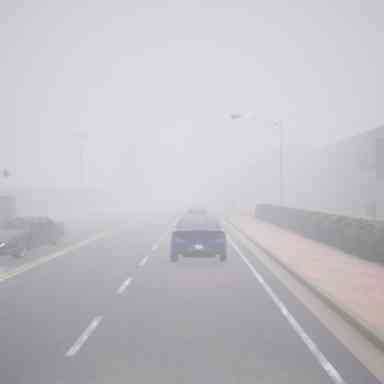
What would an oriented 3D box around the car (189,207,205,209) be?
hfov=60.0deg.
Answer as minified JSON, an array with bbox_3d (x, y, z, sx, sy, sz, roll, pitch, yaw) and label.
[{"bbox_3d":[0.355,1.796,24.230,1.994,1.385,4.181,0,-1,1],"label":"car"}]

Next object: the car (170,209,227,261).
[{"bbox_3d":[0.239,1.601,12.768,1.882,1.535,5.008,0,-1,1],"label":"car"}]

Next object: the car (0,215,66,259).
[{"bbox_3d":[-6.864,1.662,13.432,2.033,1.411,5.357,0,-1,1],"label":"car"}]
